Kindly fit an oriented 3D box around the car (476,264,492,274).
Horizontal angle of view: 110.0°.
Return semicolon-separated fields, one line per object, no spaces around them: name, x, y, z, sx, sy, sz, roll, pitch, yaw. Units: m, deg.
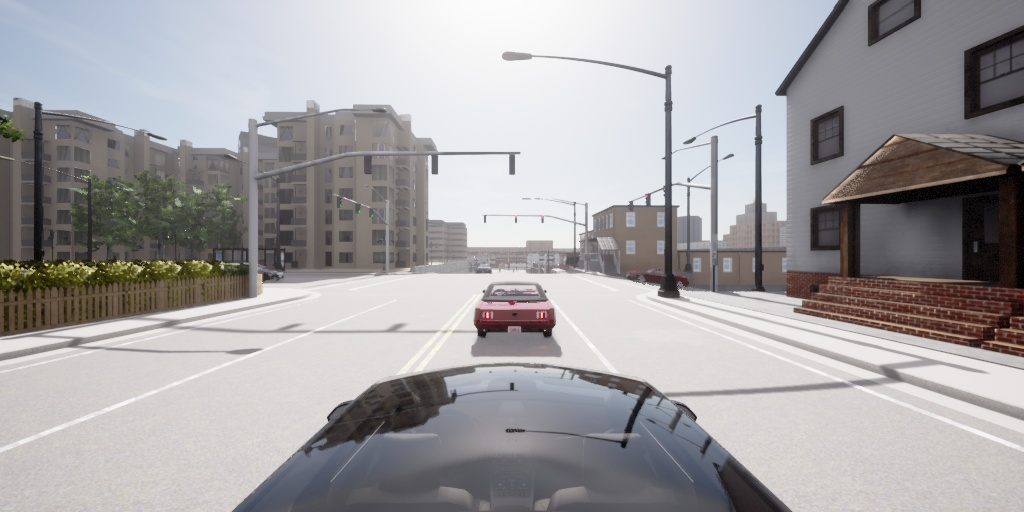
car;-3.587;1.774;46.901;1.812;1.442;4.674;0;-4;0

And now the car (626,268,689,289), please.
car;12.245;1.755;30.213;5.008;1.535;1.882;8;0;1

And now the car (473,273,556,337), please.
car;0.076;1.351;10.218;1.895;1.301;4.718;0;0;0

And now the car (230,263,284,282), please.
car;-19.809;1.241;26.931;4.902;1.511;2.128;0;0;1
